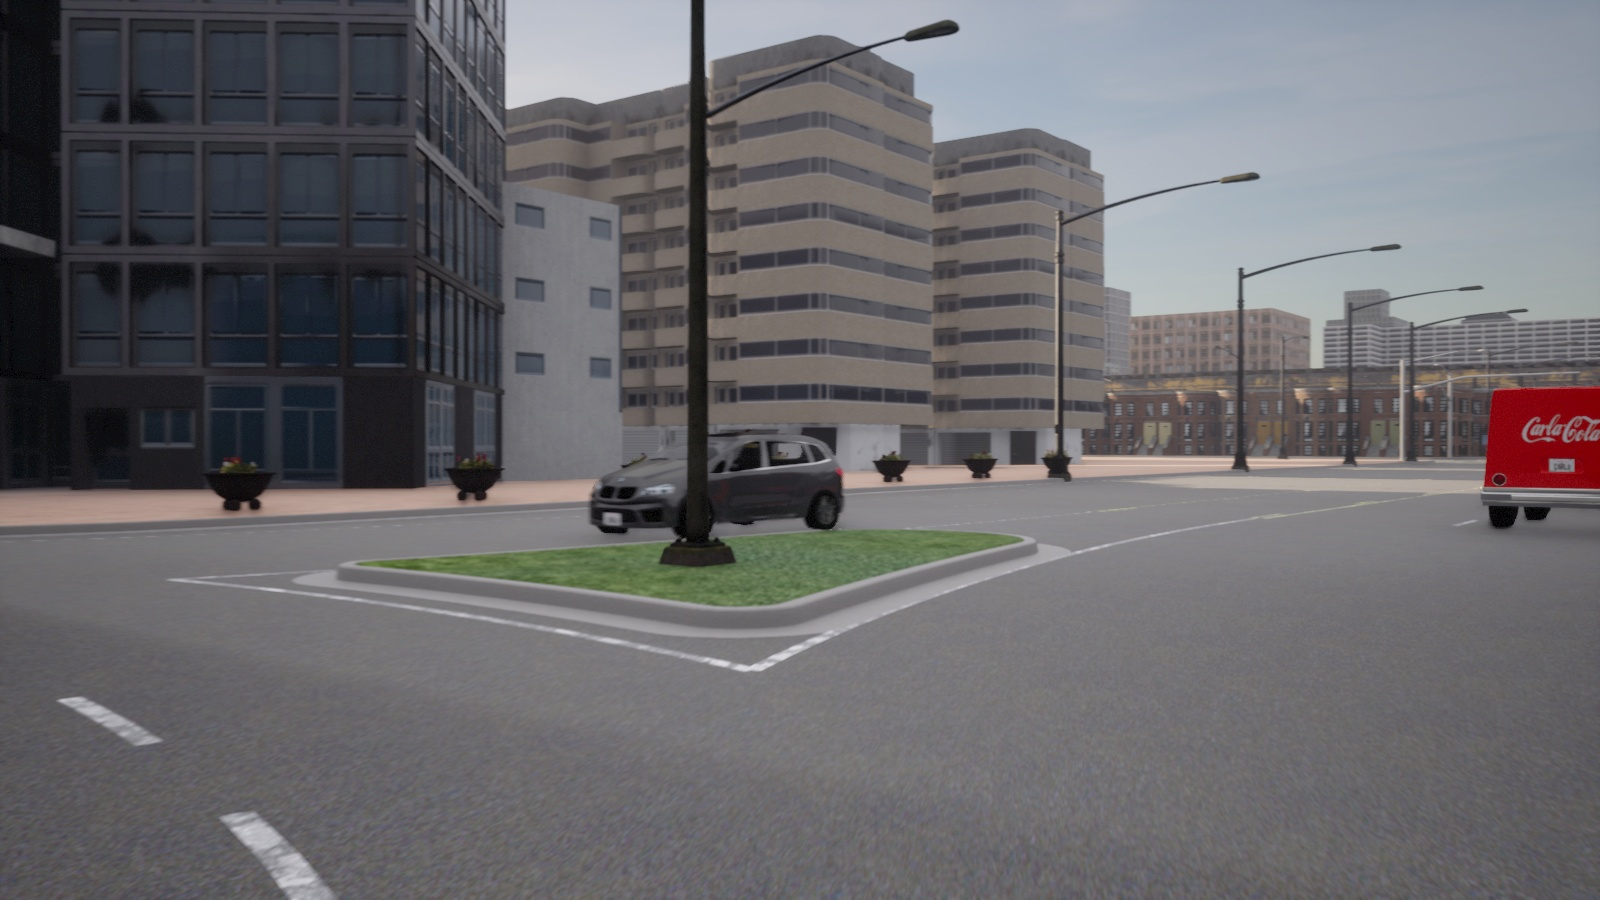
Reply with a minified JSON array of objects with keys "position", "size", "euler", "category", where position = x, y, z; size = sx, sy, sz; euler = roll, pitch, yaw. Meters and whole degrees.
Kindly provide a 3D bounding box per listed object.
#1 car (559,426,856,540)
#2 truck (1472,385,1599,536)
[{"position":[-1.426,0.469,20.774],"size":[2.242,1.667,4.611],"euler":[0,0,43],"category":"car"},{"position":[14.201,0.161,22.857],"size":[2.627,2.467,5.204],"euler":[0,0,38],"category":"truck"}]
